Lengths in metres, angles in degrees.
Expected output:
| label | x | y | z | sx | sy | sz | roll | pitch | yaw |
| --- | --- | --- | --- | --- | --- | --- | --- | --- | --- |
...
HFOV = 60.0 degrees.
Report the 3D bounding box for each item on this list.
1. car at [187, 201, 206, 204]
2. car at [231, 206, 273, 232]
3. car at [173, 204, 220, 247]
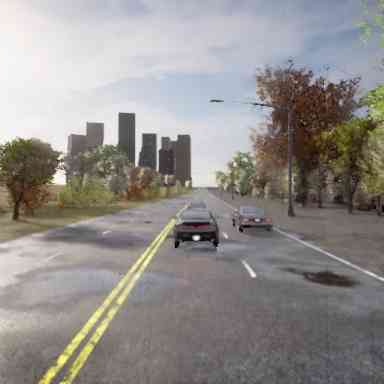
| label | x | y | z | sx | sy | sz | roll | pitch | yaw |
| --- | --- | --- | --- | --- | --- | --- | --- | --- | --- |
| car | 0.462 | 1.534 | 32.891 | 1.994 | 1.385 | 4.181 | 0 | 0 | 1 |
| car | 3.501 | 1.537 | 20.179 | 2.033 | 1.411 | 5.357 | 0 | 0 | 1 |
| car | 0.184 | 1.497 | 15.037 | 1.837 | 1.490 | 4.892 | 0 | 0 | 0 |
